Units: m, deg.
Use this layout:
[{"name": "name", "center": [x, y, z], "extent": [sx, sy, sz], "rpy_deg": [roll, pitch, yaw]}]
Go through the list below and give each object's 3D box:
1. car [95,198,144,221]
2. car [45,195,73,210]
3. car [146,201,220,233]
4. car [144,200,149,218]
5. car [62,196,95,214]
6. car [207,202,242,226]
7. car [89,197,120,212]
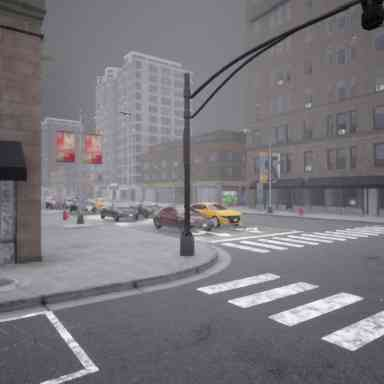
[{"name": "car", "center": [-5.988, 1.489, 26.975], "extent": [1.812, 1.442, 4.674], "rpy_deg": [0, 0, -36]}, {"name": "car", "center": [-17.429, 1.287, 42.874], "extent": [2.097, 1.767, 4.553], "rpy_deg": [0, 0, -35]}, {"name": "car", "center": [-0.667, 1.503, 19.601], "extent": [1.812, 1.442, 4.674], "rpy_deg": [0, 0, -35]}, {"name": "car", "center": [-4.199, 1.483, 30.052], "extent": [1.812, 1.442, 4.674], "rpy_deg": [0, 0, -36]}, {"name": "car", "center": [-11.433, 1.441, 34.509], "extent": [2.128, 1.511, 4.902], "rpy_deg": [0, 0, -36]}, {"name": "car", "center": [1.245, 1.449, 22.489], "extent": [1.882, 1.535, 5.008], "rpy_deg": [0, 0, -35]}, {"name": "car", "center": [-10.136, 1.419, 38.272], "extent": [1.882, 1.535, 5.008], "rpy_deg": [0, 0, -36]}]
